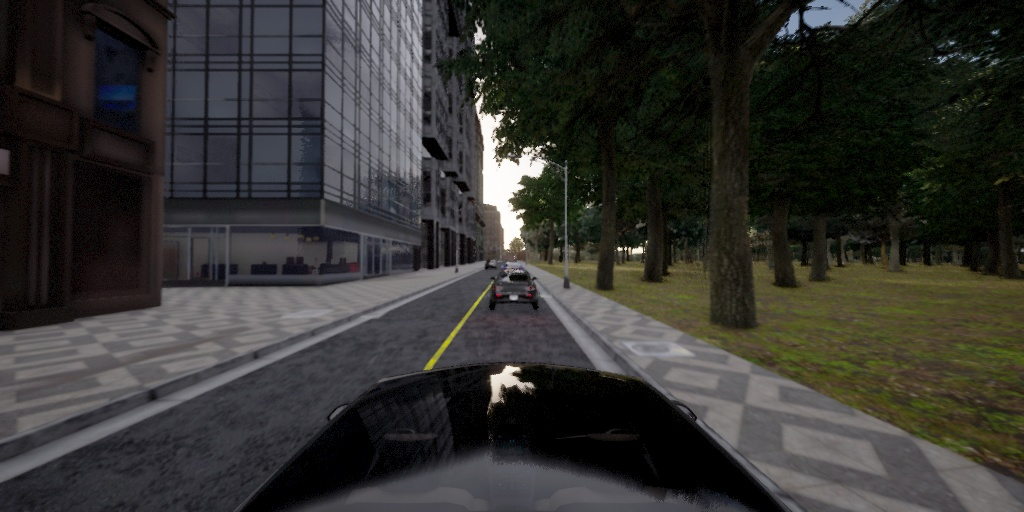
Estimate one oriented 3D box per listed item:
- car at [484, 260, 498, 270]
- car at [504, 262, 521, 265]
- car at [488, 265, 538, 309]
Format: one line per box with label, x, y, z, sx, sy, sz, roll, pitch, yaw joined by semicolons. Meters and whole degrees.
car;-3.064;1.322;53.323;1.837;1.490;4.892;0;0;0
car;0.080;1.254;30.743;1.882;1.535;5.008;0;0;0
car;0.074;1.283;14.886;1.812;1.442;4.674;0;0;0
